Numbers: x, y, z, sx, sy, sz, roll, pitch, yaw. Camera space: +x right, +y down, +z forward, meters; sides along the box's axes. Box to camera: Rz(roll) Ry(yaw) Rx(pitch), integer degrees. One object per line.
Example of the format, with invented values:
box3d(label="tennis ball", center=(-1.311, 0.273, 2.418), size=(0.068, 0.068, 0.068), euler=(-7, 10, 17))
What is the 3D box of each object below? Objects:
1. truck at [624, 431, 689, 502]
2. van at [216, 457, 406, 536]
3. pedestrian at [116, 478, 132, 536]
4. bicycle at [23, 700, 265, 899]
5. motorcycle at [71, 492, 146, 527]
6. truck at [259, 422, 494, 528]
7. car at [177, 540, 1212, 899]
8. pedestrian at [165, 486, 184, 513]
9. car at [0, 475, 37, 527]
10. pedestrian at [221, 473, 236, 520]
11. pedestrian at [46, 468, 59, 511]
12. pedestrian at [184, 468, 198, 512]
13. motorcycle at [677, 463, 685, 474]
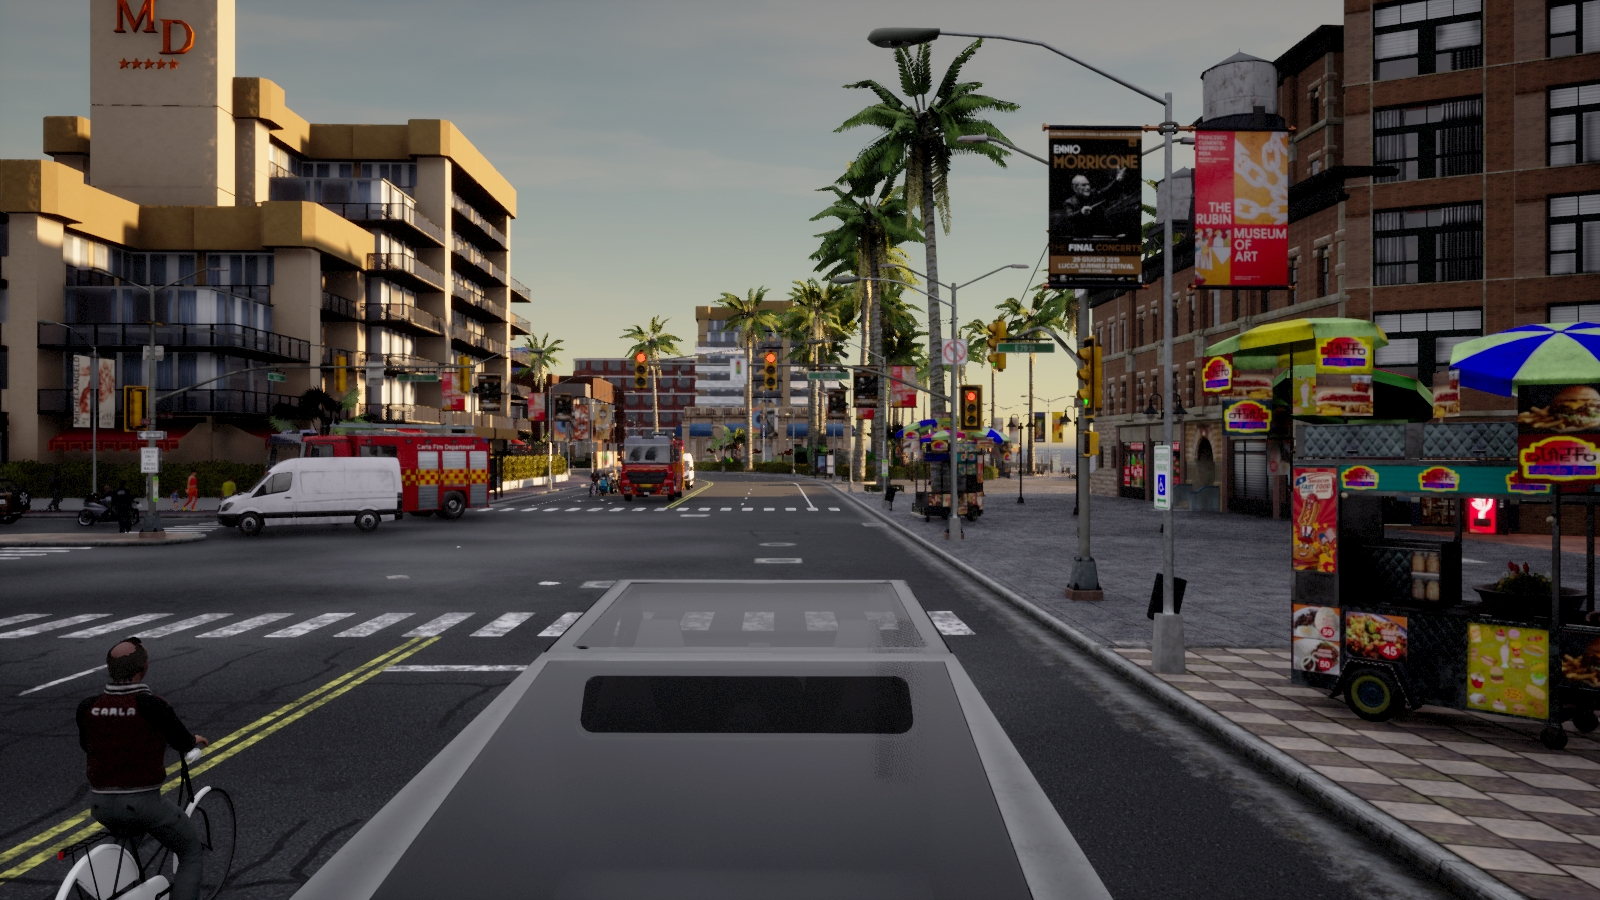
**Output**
box3d(label="truck", center=(-8.113, 0.890, 65.657), size=(2.891, 3.827, 8.468), euler=(0, 0, -1))
box3d(label="van", center=(-16.909, 1.534, 39.655), size=(5.915, 2.561, 1.988), euler=(0, 0, -25))
box3d(label="pedestrian", center=(-21.941, 1.848, 37.075), size=(0.375, 1.860, 0.375), euler=(0, 0, -18))
box3d(label="bicycle", center=(-3.625, 2.210, 6.485), size=(0.329, 1.171, 1.835), euler=(0, 0, 0))
box3d(label="motorcycle", center=(-25.598, 2.205, 42.324), size=(2.209, 1.251, 0.867), euler=(0, 0, -5))
box3d(label="truck", center=(-16.585, 0.890, 45.386), size=(2.891, 3.827, 8.468), euler=(0, 0, 40))
box3d(label="car", center=(-0.214, 1.754, 5.773), size=(2.390, 2.098, 6.274), euler=(0, 0, 1))
box3d(label="pedestrian", center=(-26.250, 2.077, 47.936), size=(0.500, 1.100, 0.500), euler=(0, 0, 10))
box3d(label="car", center=(-31.074, 1.864, 42.073), size=(4.605, 1.855, 1.932), euler=(0, 0, -2))
box3d(label="pedestrian", center=(-22.926, 1.848, 45.850), size=(0.375, 1.860, 0.375), euler=(0, 0, 19))
box3d(label="pedestrian", center=(-32.185, 1.698, 49.187), size=(0.375, 1.860, 0.375), euler=(0, 0, -10))
box3d(label="pedestrian", center=(-25.862, 1.696, 48.537), size=(0.375, 1.860, 0.375), euler=(0, 0, 9))
box3d(label="motorcycle", center=(-14.189, 2.182, 136.549), size=(0.856, 1.236, 1.805), euler=(0, 0, -1))
